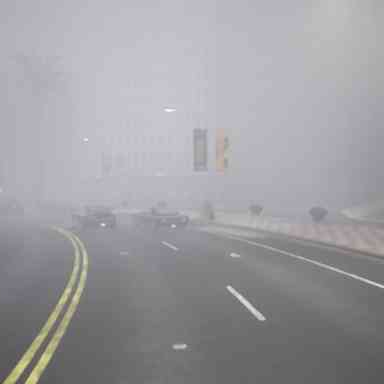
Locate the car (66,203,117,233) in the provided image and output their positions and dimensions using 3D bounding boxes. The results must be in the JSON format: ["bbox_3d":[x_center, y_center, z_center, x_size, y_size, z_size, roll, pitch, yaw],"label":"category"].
[{"bbox_3d":[-5.898,1.491,19.675,1.837,1.490,4.892,0,0,-30],"label":"car"}]

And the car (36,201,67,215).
[{"bbox_3d":[-13.976,1.600,34.014,4.718,1.301,1.895,0,0,38],"label":"car"}]

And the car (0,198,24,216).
[{"bbox_3d":[-18.725,1.381,33.022,4.553,1.767,2.097,0,0,35],"label":"car"}]

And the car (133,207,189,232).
[{"bbox_3d":[-2.068,1.564,20.160,1.895,1.301,4.718,0,0,-28],"label":"car"}]
